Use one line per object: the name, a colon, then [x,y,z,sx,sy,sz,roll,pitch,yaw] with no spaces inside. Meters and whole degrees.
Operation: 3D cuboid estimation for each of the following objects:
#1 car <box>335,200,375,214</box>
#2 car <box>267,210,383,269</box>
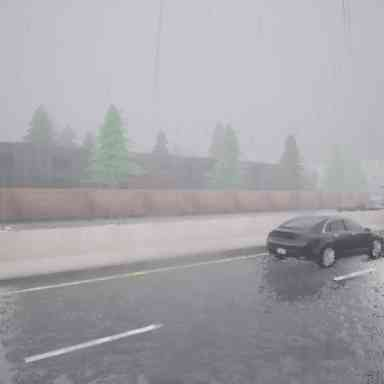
car: [19.306,1.709,39.314,5.357,1.411,2.033,0,0,-36]
car: [4.672,1.548,11.397,4.892,1.490,1.837,0,0,-35]
